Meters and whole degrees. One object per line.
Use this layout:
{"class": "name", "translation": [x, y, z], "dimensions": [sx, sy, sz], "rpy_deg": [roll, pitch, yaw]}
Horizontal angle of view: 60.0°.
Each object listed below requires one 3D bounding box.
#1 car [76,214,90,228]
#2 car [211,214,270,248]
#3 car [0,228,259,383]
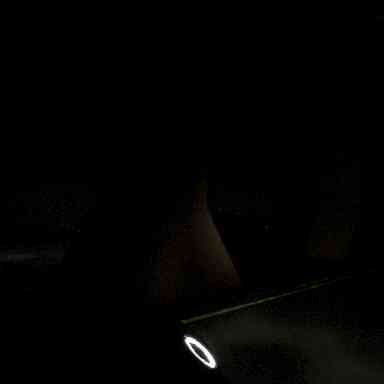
{"class": "car", "translation": [-2.347, 1.258, 15.226], "dimensions": [5.566, 2.045, 2.150], "rpy_deg": [0, 0, -36]}
{"class": "car", "translation": [1.199, 1.608, 13.460], "dimensions": [4.181, 1.385, 1.994], "rpy_deg": [0, 0, -36]}
{"class": "car", "translation": [-1.910, 1.351, 2.373], "dimensions": [4.553, 1.767, 2.097], "rpy_deg": [0, 0, -36]}
